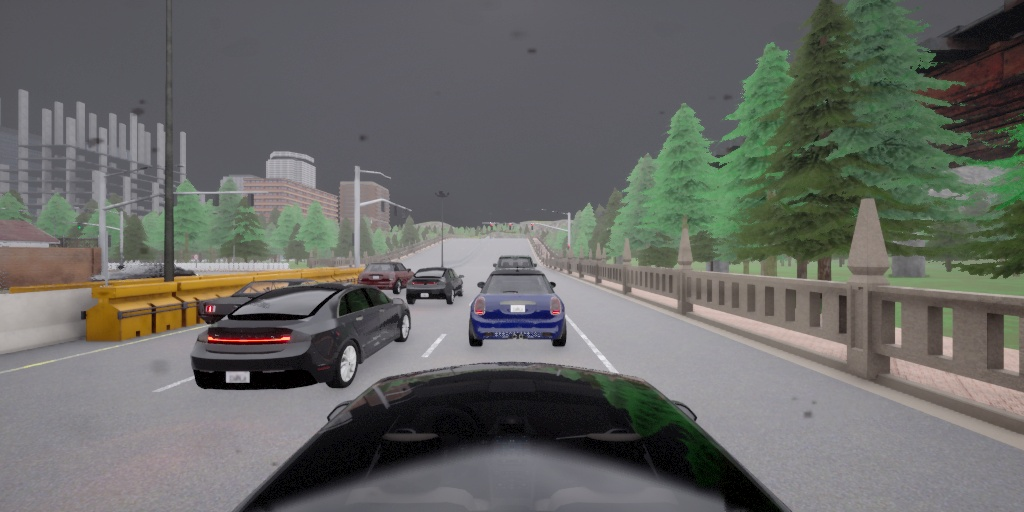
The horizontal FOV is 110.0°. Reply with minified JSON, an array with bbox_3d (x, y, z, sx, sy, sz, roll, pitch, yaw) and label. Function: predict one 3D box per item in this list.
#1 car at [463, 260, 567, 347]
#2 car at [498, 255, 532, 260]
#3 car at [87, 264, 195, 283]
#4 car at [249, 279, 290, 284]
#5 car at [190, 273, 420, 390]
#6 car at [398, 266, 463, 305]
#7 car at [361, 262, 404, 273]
[{"bbox_3d":[0.125,1.102,9.506,2.097,1.767,4.553,0,0,0],"label":"car"},{"bbox_3d":[0.162,0.972,18.996,2.150,2.045,5.566,0,0,0],"label":"car"},{"bbox_3d":[-20.953,1.227,20.546,1.882,1.535,5.008,0,0,0],"label":"car"},{"bbox_3d":[-6.865,1.351,11.182,1.895,1.301,4.718,0,0,0],"label":"car"},{"bbox_3d":[-3.383,1.255,6.866,1.837,1.490,4.892,0,0,0],"label":"car"},{"bbox_3d":[-3.348,1.255,16.187,1.837,1.490,4.892,0,0,0],"label":"car"},{"bbox_3d":[-6.881,1.102,20.175,2.097,1.767,4.553,0,0,-1],"label":"car"}]
